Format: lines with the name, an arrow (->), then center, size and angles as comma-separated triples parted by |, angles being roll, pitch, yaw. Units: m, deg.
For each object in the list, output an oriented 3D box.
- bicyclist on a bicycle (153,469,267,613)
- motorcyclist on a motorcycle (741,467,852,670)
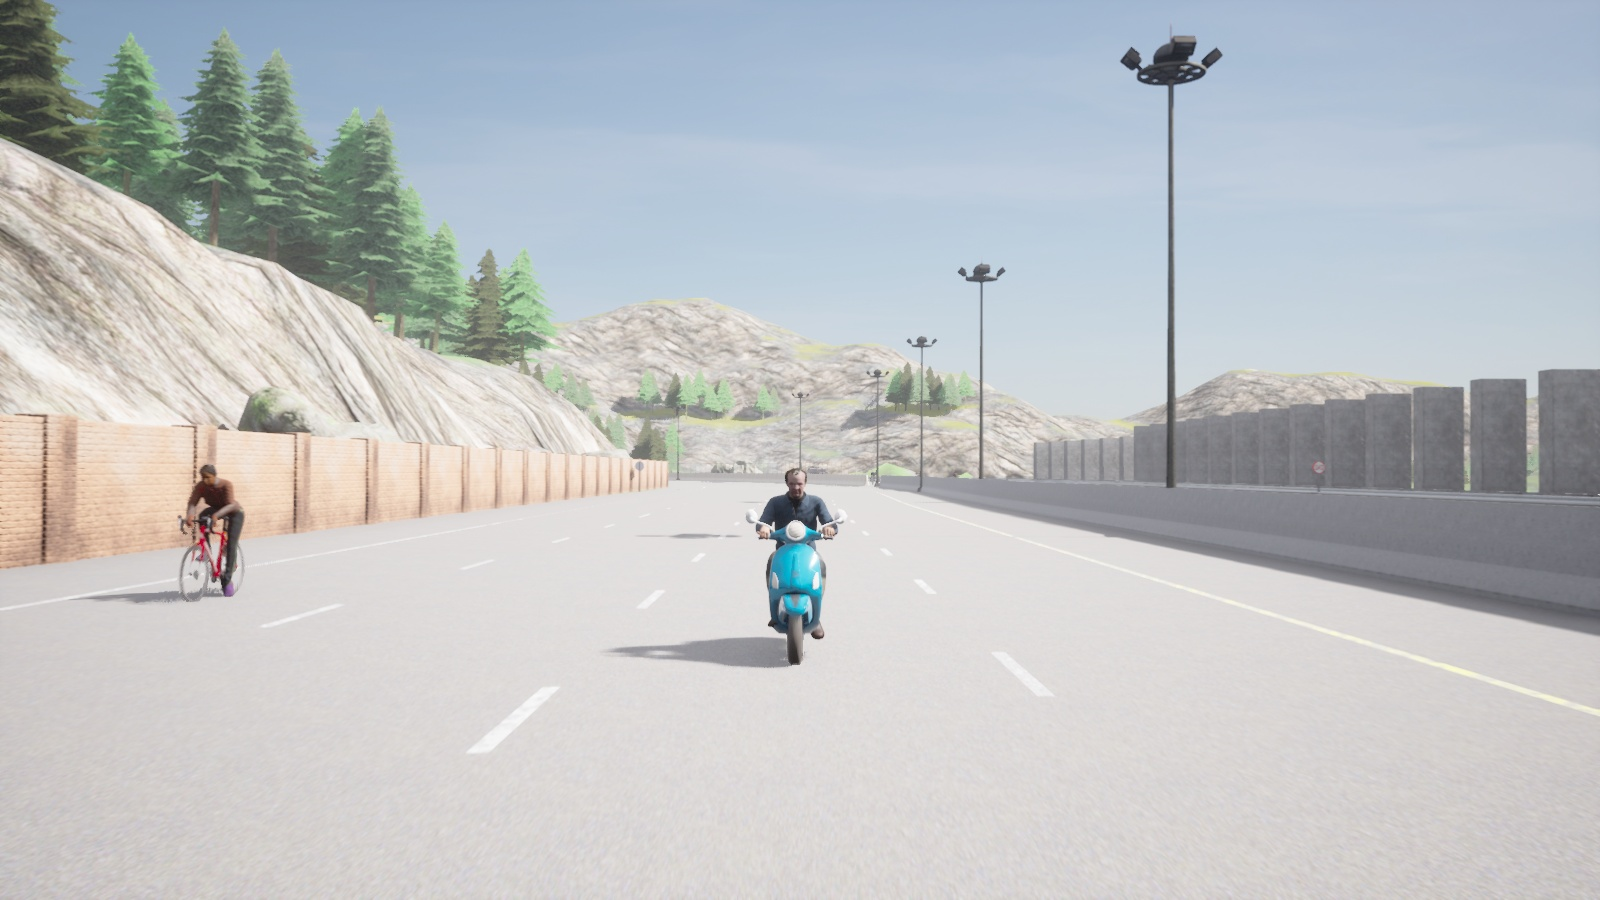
bicyclist on a bicycle -> -7.040, 1.048, 15.066 | 0.582, 1.620, 1.656 | 0, -1, 0
motorcyclist on a motorcycle -> -0.029, 0.949, 10.814 | 0.866, 1.590, 1.817 | 0, -1, 0
